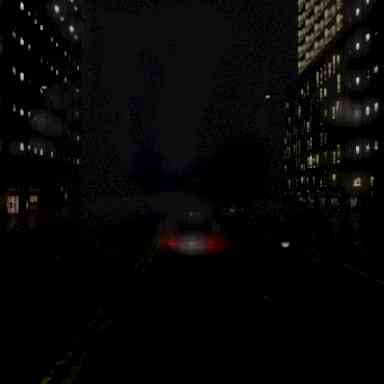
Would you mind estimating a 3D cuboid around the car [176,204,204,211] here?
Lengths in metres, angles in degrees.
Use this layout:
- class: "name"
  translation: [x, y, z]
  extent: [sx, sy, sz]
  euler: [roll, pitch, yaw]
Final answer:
- class: "car"
  translation: [0.015, 1.809, 27.512]
  extent: [2.033, 1.411, 5.357]
  euler: [0, -1, 0]

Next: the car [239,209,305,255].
- class: "car"
  translation: [3.279, 1.660, 13.894]
  extent: [1.812, 1.442, 4.674]
  euler: [0, 0, 1]

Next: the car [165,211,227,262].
- class: "car"
  translation: [0.013, 1.669, 12.523]
  extent: [2.033, 1.411, 5.357]
  euler: [0, -1, 0]

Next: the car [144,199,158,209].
- class: "car"
  translation: [-6.581, 1.985, 53.265]
  extent: [1.837, 1.490, 4.892]
  euler: [0, 0, 0]

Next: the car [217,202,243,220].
- class: "car"
  translation: [3.277, 1.621, 28.409]
  extent: [2.097, 1.767, 4.553]
  euler: [0, -1, 0]

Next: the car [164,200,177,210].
- class: "car"
  translation: [-3.326, 2.023, 52.366]
  extent: [2.033, 1.411, 5.357]
  euler: [0, 0, 0]
